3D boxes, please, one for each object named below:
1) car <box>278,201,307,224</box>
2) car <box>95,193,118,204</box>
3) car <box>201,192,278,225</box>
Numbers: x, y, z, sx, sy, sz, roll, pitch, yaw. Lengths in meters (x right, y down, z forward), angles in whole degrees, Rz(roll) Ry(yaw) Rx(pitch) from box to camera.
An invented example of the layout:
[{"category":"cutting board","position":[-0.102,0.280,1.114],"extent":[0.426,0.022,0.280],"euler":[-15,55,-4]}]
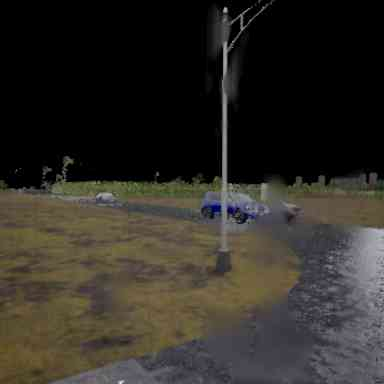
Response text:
[{"category":"car","position":[6.017,1.450,24.317],"extent":[1.837,1.490,4.892],"euler":[-1,1,-32]},{"category":"car","position":[-11.533,0.811,44.585],"extent":[1.812,1.442,4.674],"euler":[2,0,-33]},{"category":"car","position":[2.861,1.028,22.999],"extent":[2.150,2.045,5.566],"euler":[2,0,-34]}]
